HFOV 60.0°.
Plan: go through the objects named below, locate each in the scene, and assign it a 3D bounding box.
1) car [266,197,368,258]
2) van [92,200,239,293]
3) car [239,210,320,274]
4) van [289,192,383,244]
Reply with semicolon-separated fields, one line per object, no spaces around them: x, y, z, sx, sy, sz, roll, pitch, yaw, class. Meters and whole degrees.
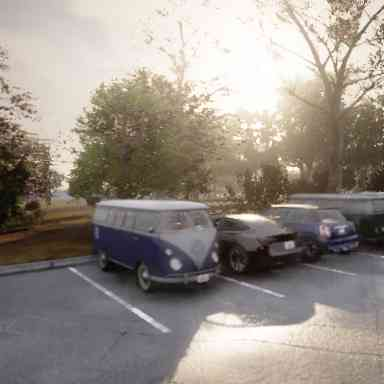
3.387;1.219;11.971;2.185;1.767;4.553;-1;1;-36;car
-1.060;1.205;8.691;1.878;1.987;4.442;-1;1;-35;van
1.157;1.417;10.457;2.163;1.488;4.792;-1;1;-36;car
5.698;1.073;13.803;1.878;1.987;4.442;-1;1;-35;van
